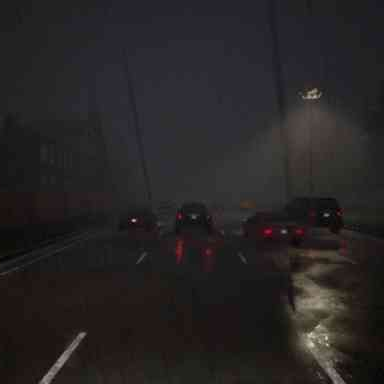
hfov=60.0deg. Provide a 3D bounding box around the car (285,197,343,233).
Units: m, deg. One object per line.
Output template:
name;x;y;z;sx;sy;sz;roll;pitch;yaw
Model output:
car;7.101;1.308;20.214;2.150;2.045;5.566;0;0;0

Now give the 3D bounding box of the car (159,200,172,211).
car;-3.486;1.733;44.433;2.033;1.411;5.357;0;0;0

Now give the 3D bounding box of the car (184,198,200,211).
car;0.023;1.682;45.352;2.128;1.511;4.902;0;0;0

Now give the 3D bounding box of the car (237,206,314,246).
car;3.600;1.613;15.504;2.033;1.411;5.357;0;0;0

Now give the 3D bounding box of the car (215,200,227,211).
car;3.505;1.788;44.612;1.895;1.301;4.718;0;0;0

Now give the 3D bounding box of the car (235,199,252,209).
car;7.028;1.669;45.854;1.882;1.535;5.008;0;0;0

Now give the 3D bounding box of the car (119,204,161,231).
car;-3.400;1.654;21.503;1.994;1.385;4.181;0;0;0

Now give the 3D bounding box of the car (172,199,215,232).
car;0.101;1.438;20.667;2.097;1.767;4.553;0;0;0
